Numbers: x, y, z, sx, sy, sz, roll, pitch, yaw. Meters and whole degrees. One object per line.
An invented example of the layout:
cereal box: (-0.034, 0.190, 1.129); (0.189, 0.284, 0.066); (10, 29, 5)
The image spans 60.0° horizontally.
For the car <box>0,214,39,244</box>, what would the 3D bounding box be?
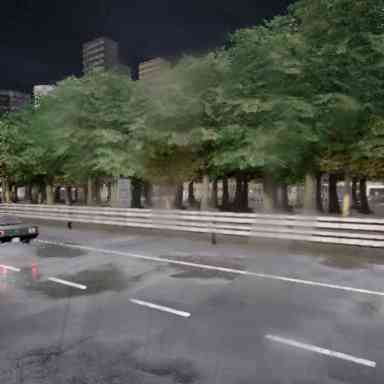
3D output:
car: (-8.743, 1.605, 14.411); (4.718, 1.301, 1.895); (0, 0, 36)
